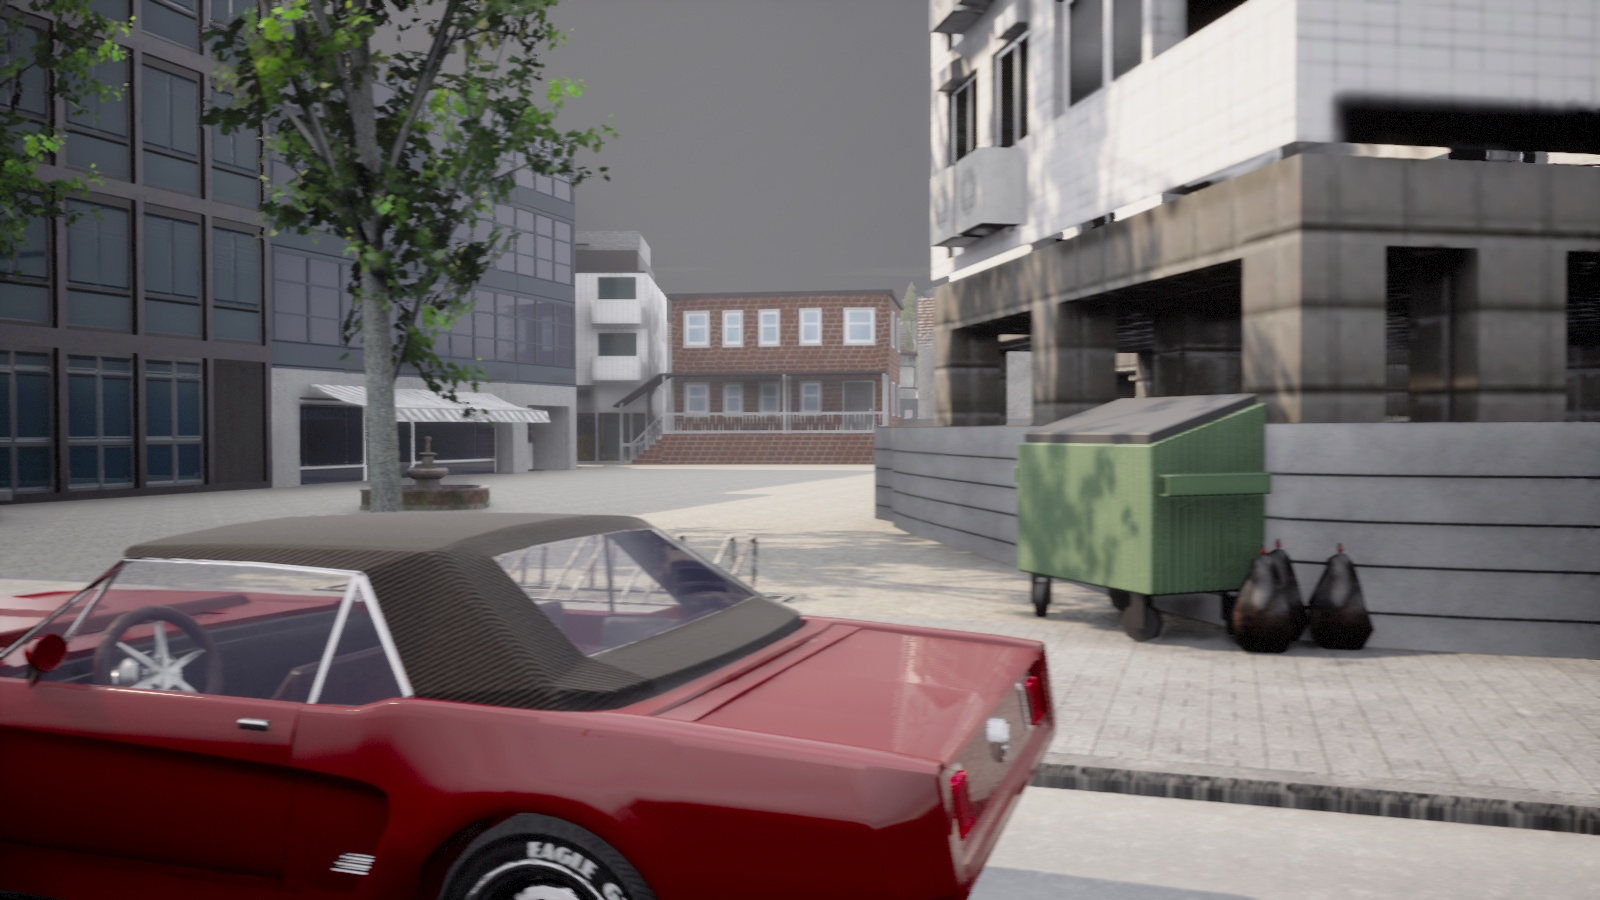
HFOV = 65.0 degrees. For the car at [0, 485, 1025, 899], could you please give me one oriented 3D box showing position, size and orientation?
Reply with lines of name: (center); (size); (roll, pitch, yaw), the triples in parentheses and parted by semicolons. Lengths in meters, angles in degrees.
car: (-1.745, 0.851, 4.306); (4.718, 1.301, 1.895); (1, 1, 19)
